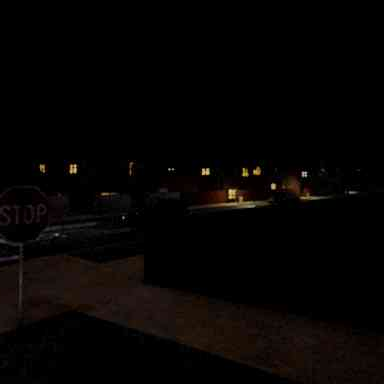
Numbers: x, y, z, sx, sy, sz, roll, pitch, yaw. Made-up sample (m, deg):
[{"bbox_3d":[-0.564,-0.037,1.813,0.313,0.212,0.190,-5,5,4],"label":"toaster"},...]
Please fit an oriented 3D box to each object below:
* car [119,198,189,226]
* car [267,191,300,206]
[{"bbox_3d":[-2.230,1.114,20.413,2.128,1.511,4.902,1,2,40],"label":"car"},{"bbox_3d":[9.404,0.733,34.019,1.837,1.490,4.892,1,2,41],"label":"car"}]
